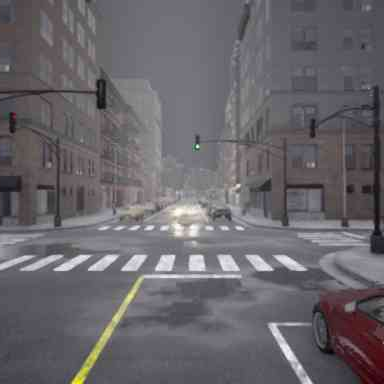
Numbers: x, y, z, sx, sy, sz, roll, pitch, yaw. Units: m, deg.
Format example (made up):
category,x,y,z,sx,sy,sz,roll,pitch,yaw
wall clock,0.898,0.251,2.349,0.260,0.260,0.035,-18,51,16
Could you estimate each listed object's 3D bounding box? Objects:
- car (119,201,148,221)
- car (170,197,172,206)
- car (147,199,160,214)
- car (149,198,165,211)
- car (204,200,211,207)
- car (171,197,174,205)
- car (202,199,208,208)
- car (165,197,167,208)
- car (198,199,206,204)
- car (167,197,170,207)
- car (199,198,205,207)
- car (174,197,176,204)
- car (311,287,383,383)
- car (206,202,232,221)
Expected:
category,x,y,z,sx,sy,sz,roll,pitch,yaw
car,-5.411,1.823,30.218,1.752,1.417,4.829,0,-1,0
car,-5.395,2.175,63.278,2.008,1.369,4.403,0,-1,0
car,-5.406,1.931,41.181,1.752,1.417,4.829,0,-1,0
car,-5.403,1.776,46.835,2.192,1.841,5.009,0,-1,0
car,2.643,1.897,35.868,1.887,1.381,4.507,0,-1,0
car,-5.392,2.245,68.760,1.947,1.339,4.313,0,-1,0
car,2.644,1.958,41.350,2.008,1.369,4.403,0,-1,0
car,-5.400,1.956,52.316,1.967,1.590,4.097,0,-1,0
car,2.649,2.387,85.204,1.887,1.381,4.507,0,-1,0
car,-5.398,2.010,57.798,1.967,1.590,4.097,0,-1,0
car,2.646,2.120,57.795,2.008,1.369,4.403,0,-1,0
car,-5.390,2.048,74.244,2.192,1.841,5.009,0,-1,0
car,2.639,1.616,3.380,1.802,1.307,4.206,0,-1,0
car,2.642,1.849,30.387,2.008,1.369,4.403,0,-1,0
